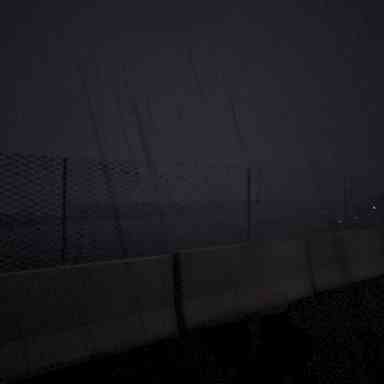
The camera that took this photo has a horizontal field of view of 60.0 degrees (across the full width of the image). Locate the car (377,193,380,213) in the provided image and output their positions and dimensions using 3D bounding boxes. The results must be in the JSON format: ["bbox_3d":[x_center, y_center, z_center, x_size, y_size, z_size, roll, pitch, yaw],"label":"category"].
[{"bbox_3d":[19.584,1.143,35.143,5.566,2.045,2.150,0,0,-35],"label":"car"}]
